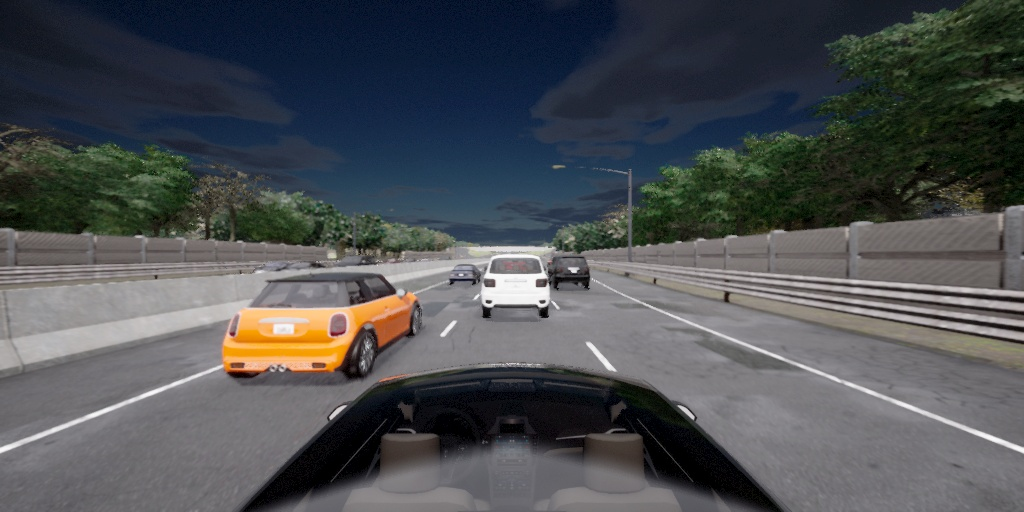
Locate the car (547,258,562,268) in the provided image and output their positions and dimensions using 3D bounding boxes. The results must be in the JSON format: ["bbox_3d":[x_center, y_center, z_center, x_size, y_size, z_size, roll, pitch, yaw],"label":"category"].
[{"bbox_3d":[7.374,1.163,62.424,2.097,1.767,4.553,0,0,1],"label":"car"}]

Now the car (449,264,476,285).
[{"bbox_3d":[-3.338,1.298,26.169,2.033,1.411,5.357,0,0,0],"label":"car"}]

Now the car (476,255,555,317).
[{"bbox_3d":[0.114,0.972,13.276,2.150,2.045,5.566,0,0,0],"label":"car"}]

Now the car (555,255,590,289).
[{"bbox_3d":[3.546,0.970,23.196,2.150,2.045,5.566,0,0,0],"label":"car"}]

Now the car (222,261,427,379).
[{"bbox_3d":[-3.395,1.102,7.460,2.097,1.767,4.553,0,0,0],"label":"car"}]

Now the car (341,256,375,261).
[{"bbox_3d":[-14.002,0.977,32.097,2.150,2.045,5.566,0,0,0],"label":"car"}]

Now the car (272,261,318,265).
[{"bbox_3d":[-17.510,1.255,30.334,1.837,1.490,4.892,0,0,0],"label":"car"}]

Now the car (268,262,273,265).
[{"bbox_3d":[-20.995,1.243,32.548,2.128,1.511,4.902,0,0,0],"label":"car"}]
